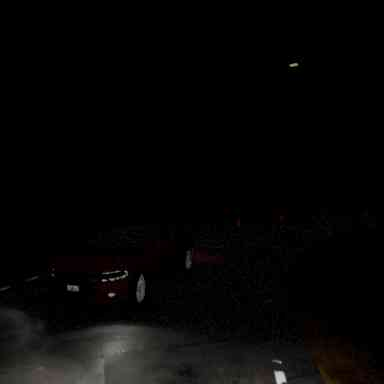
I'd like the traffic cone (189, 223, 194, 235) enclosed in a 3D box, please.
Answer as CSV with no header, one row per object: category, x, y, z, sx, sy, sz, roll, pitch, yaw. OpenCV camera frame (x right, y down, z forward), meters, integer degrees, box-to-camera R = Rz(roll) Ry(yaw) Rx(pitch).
traffic cone,-0.071,1.960,17.611,0.340,0.580,0.340,0,0,31

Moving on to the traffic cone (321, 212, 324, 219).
traffic cone,11.405,2.006,29.013,0.340,0.580,0.340,0,0,-30

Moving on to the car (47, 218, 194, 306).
car,-1.423,1.480,8.414,1.882,1.535,5.008,0,0,17

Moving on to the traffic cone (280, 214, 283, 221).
traffic cone,6.955,1.982,25.856,0.340,0.580,0.340,0,0,-40

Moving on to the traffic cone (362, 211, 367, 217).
traffic cone,16.334,2.036,31.360,0.340,0.580,0.340,0,0,-21
